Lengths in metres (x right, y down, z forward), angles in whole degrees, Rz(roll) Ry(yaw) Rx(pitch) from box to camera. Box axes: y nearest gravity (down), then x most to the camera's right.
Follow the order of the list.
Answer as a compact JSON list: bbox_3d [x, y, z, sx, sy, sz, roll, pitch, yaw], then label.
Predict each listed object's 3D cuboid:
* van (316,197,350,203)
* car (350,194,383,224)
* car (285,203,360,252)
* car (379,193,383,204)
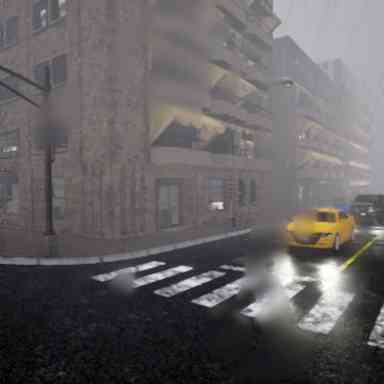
[{"bbox_3d":[10.871,1.287,26.119,1.690,1.788,3.998,-1,-1,35],"label":"van"},{"bbox_3d":[13.396,1.171,25.166,2.150,2.045,5.566,0,0,36],"label":"car"},{"bbox_3d":[5.535,1.447,14.123,1.882,1.535,5.008,0,0,35],"label":"car"},{"bbox_3d":[36.572,1.191,62.229,2.192,1.841,5.009,-1,-1,35],"label":"car"}]
